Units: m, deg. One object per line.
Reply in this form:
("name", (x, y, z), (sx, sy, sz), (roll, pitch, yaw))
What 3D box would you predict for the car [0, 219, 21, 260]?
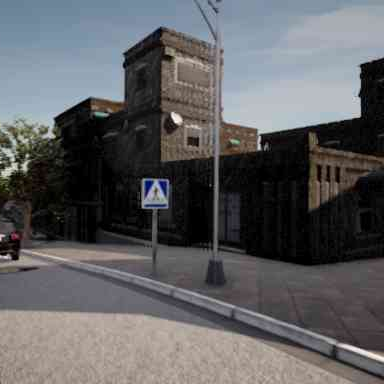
("car", (-10.479, 2.491, 17.207), (2.150, 2.045, 5.566), (1, -6, -38))
